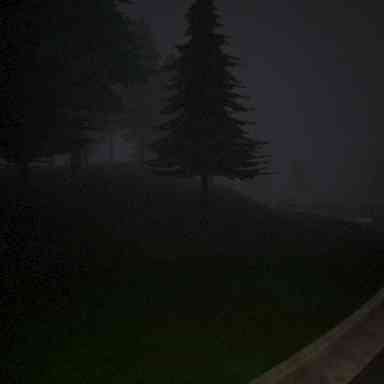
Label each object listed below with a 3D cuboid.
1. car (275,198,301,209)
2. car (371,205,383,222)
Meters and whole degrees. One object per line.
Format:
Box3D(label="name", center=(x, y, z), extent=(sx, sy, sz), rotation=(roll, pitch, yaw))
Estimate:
Box3D(label="car", center=(14.126, 1.694, 49.078), extent=(1.837, 1.490, 4.892), rotation=(0, -2, -15))
Box3D(label="car", center=(14.712, 1.577, 24.248), extent=(1.812, 1.442, 4.674), rotation=(0, 0, 10))
